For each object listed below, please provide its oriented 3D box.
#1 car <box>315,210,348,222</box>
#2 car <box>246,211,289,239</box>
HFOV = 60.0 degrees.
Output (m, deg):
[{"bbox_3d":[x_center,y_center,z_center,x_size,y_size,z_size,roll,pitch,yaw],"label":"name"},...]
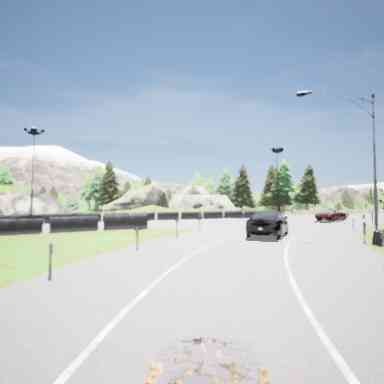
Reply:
[{"bbox_3d":[15.103,2.541,35.837,1.895,1.301,4.718,-3,-4,43],"label":"car"},{"bbox_3d":[4.591,1.886,19.933,1.882,1.535,5.008,-1,-2,23],"label":"car"}]
